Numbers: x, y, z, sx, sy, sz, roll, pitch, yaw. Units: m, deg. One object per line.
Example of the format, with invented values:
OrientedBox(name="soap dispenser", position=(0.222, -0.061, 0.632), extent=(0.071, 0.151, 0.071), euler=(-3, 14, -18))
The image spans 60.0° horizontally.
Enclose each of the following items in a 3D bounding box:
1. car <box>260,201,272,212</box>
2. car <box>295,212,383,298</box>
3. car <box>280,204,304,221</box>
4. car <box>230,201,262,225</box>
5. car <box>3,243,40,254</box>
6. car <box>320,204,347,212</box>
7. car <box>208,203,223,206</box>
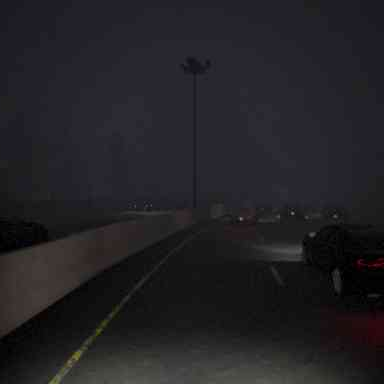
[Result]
OrientedBox(name="car", position=(9.106, 1.807, 42.059), extent=(1.895, 1.301, 4.718), euler=(0, 0, 17))
OrientedBox(name="car", position=(4.250, 1.527, 8.600), extent=(1.882, 1.535, 5.008), euler=(0, 0, 6))
OrientedBox(name="car", position=(8.679, 1.712, 28.716), extent=(1.994, 1.385, 4.181), euler=(0, 0, 17))
OrientedBox(name="car", position=(3.980, 1.645, 25.054), extent=(1.812, 1.442, 4.674), euler=(0, 0, 15))
OrientedBox(name="car", position=(-6.303, 1.519, 10.086), extent=(2.128, 1.511, 4.902), euler=(0, 0, 7))
OrientedBox(name="car", position=(12.721, 1.765, 30.081), extent=(1.895, 1.301, 4.718), euler=(0, 0, 17))
OrientedBox(name="car", position=(4.002, 1.448, 49.825), extent=(2.150, 2.045, 5.566), euler=(0, 0, 18))
